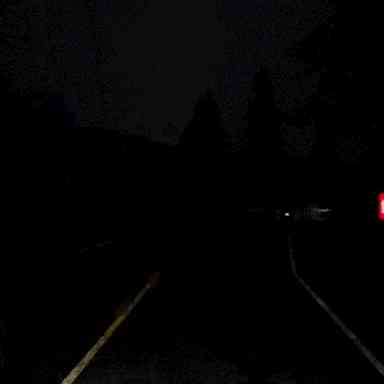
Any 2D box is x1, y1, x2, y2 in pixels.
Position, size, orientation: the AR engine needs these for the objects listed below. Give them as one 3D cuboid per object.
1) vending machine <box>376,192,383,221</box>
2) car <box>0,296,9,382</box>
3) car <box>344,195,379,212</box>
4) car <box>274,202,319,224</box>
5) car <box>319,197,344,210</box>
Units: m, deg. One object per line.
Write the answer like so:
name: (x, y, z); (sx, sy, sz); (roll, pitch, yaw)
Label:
vending machine: (14.445, 1.062, 24.777); (1.100, 2.100, 0.880); (1, 1, 39)
car: (-3.301, 1.317, 1.980); (2.097, 1.767, 4.553); (0, 0, 5)
car: (19.040, 1.146, 36.181); (4.553, 1.767, 2.097); (0, 1, -38)
car: (7.225, 1.405, 23.263); (1.994, 1.385, 4.181); (1, 1, 32)
car: (16.271, 1.322, 38.812); (4.181, 1.385, 1.994); (0, 1, -37)
